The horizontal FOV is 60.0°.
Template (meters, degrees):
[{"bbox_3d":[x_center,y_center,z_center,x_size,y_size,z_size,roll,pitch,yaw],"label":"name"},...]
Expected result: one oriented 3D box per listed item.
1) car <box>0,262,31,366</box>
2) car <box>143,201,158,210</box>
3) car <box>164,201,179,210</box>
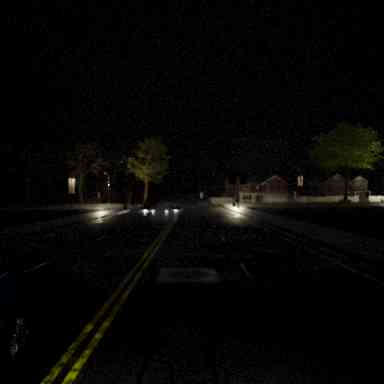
[{"bbox_3d":[-3.351,1.385,2.844,2.097,1.767,4.553,0,-1,0],"label":"car"},{"bbox_3d":[-6.566,2.148,52.676,1.994,1.385,4.181,0,-1,0],"label":"car"},{"bbox_3d":[-3.302,2.130,54.546,1.812,1.442,4.674,0,-1,0],"label":"car"}]
